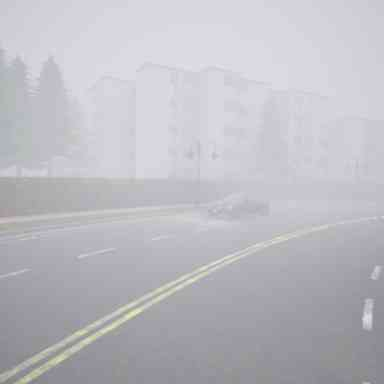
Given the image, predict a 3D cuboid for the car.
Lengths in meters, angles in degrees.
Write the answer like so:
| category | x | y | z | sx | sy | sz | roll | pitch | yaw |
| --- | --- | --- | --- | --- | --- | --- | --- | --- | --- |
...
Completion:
| category | x | y | z | sx | sy | sz | roll | pitch | yaw |
| --- | --- | --- | --- | --- | --- | --- | --- | --- | --- |
| car | 2.918 | 0.735 | 19.800 | 1.812 | 1.442 | 4.674 | 3 | 3 | 44 |
